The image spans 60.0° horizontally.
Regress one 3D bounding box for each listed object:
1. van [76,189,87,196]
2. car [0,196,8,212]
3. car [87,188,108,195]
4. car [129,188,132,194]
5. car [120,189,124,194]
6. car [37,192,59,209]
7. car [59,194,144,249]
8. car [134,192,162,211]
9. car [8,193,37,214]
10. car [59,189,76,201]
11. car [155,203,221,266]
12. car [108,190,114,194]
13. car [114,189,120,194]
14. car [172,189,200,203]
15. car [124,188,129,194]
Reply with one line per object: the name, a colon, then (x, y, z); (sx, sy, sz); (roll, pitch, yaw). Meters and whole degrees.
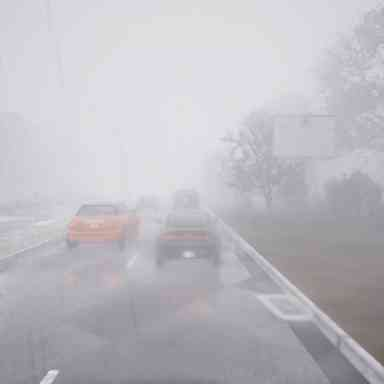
van: (-16.377, 0.564, 45.684); (1.878, 1.987, 4.442); (0, 1, -1)
car: (-15.857, 1.141, 23.845); (2.231, 1.521, 4.892); (0, 1, -1)
car: (-16.644, 0.357, 56.943); (2.435, 2.045, 5.566); (0, 1, -1)
car: (-17.299, 0.205, 84.593); (2.002, 1.452, 4.674); (0, 1, -1)
car: (-17.035, 0.218, 73.448); (2.185, 1.767, 4.553); (0, 1, -1)
car: (-16.118, 0.839, 34.788); (2.185, 1.767, 4.553); (0, 1, -1)
car: (-3.432, 1.145, 13.664); (2.097, 1.767, 4.553); (0, 1, -1)
car: (-3.757, 1.045, 29.194); (1.837, 1.490, 4.892); (0, 1, -1)
car: (-15.989, 1.092, 29.364); (2.002, 1.452, 4.674); (0, 1, -1)
car: (-16.249, 0.750, 40.311); (2.185, 1.767, 4.553); (0, 1, -1)
car: (-0.131, 1.323, 10.873); (1.837, 1.490, 4.892); (0, 0, -1)
car: (-16.772, 0.521, 62.378); (2.097, 1.535, 5.008); (0, 1, -1)
car: (-16.903, 0.434, 67.902); (2.231, 1.521, 4.892); (0, 1, -1)
car: (-0.485, 0.763, 27.884); (2.150, 2.045, 5.566); (0, 1, -1)
car: (-17.165, 0.129, 78.971); (2.185, 1.767, 4.553); (0, 1, -1)
